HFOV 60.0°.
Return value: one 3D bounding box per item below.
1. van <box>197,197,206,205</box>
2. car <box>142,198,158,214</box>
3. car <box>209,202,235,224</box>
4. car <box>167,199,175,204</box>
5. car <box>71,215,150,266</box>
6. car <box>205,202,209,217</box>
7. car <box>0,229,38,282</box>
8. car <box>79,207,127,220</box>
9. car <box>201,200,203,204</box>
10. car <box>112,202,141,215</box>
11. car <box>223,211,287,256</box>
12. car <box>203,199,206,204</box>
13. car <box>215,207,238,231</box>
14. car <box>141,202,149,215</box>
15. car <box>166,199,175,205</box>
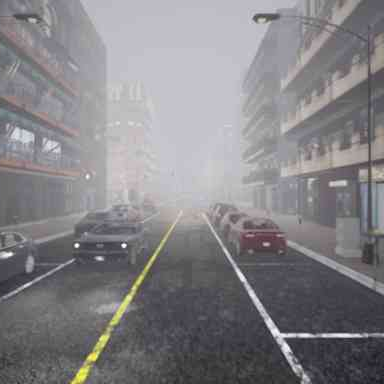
[{"bbox_3d":[2.488,2.140,79.650,1.690,1.788,3.998,0,-1,0],"label":"van"},{"bbox_3d":[-5.356,1.741,41.602,2.192,1.841,5.009,0,-1,0],"label":"car"},{"bbox_3d":[2.540,1.696,24.826,1.967,1.590,4.097,0,-1,0],"label":"car"},{"bbox_3d":[-5.365,2.400,85.390,1.887,1.381,4.507,0,-1,0],"label":"car"},{"bbox_3d":[-2.773,1.729,12.253,1.895,1.301,4.718,0,-1,0],"label":"car"},{"bbox_3d":[2.535,1.753,30.420,1.967,1.590,4.097,0,-1,0],"label":"car"},{"bbox_3d":[-5.324,1.636,8.036,2.008,1.369,4.403,0,-1,0],"label":"car"},{"bbox_3d":[-5.334,1.766,19.223,1.947,1.339,4.313,0,-1,0],"label":"car"},{"bbox_3d":[2.524,1.970,41.607,1.887,1.381,4.507,0,-1,0],"label":"car"},{"bbox_3d":[-5.340,1.697,24.818,1.967,1.590,4.097,0,-1,0],"label":"car"},{"bbox_3d":[2.551,1.687,13.637,1.887,1.381,4.507,0,-1,0],"label":"car"},{"bbox_3d":[2.530,1.809,36.014,1.967,1.590,4.097,0,-1,0],"label":"car"},{"bbox_3d":[2.546,1.781,19.231,1.802,1.307,4.206,0,-1,0],"label":"car"},{"bbox_3d":[-5.345,1.895,30.411,1.802,1.307,4.206,0,-1,0],"label":"car"},{"bbox_3d":[-5.359,2.383,79.802,1.802,1.307,4.206,0,-1,0],"label":"car"}]
